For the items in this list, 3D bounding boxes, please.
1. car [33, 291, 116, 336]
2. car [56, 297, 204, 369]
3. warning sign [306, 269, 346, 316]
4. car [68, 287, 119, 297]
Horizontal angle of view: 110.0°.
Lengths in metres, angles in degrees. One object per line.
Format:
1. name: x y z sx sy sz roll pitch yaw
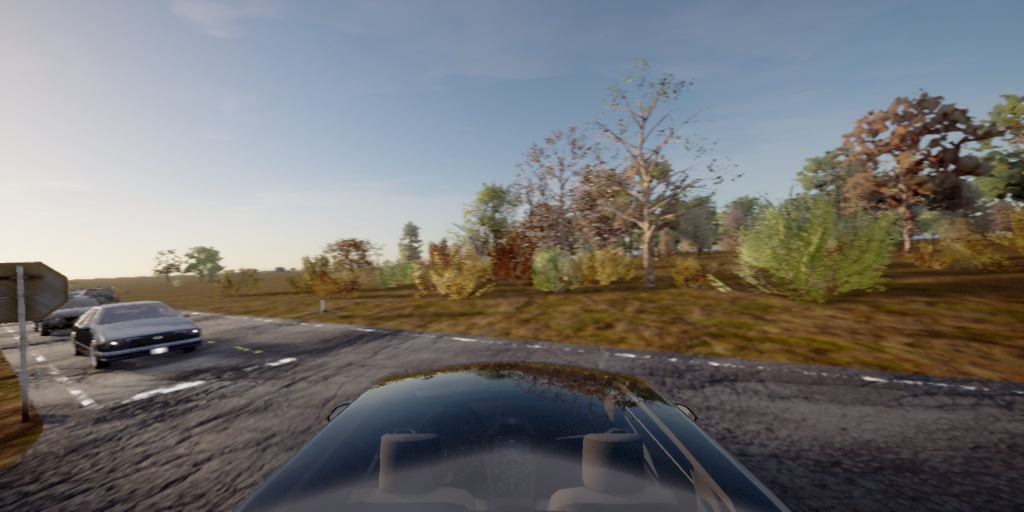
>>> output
1. car: -19.567 2.537 15.887 4.892 1.490 1.837 -3 -1 33
2. car: -10.589 1.997 9.969 5.357 1.411 2.033 -4 -1 33
3. warning sign: -7.934 1.495 15.115 1.060 1.860 1.300 0 0 33
4. car: -33.518 3.352 28.844 4.553 1.767 2.097 -4 -1 34
